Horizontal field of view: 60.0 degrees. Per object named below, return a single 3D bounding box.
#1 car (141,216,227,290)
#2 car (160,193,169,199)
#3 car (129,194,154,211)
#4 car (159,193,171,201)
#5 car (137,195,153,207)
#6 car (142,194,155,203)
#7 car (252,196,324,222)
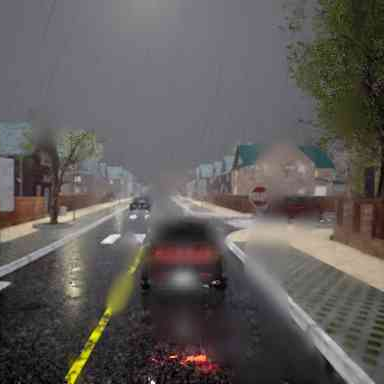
[{"bbox_3d":[-0.175,1.394,8.775,1.837,1.490,4.892,0,0,0],"label":"car"},{"bbox_3d":[-6.074,0.896,73.200,1.895,1.301,4.718,0,0,-5],"label":"car"},{"bbox_3d":[-5.224,1.184,33.939,1.994,1.385,4.181,0,0,-5],"label":"car"},{"bbox_3d":[-5.092,0.947,62.800,1.837,1.490,4.892,0,0,-5],"label":"car"},{"bbox_3d":[-6.154,1.109,43.772,1.994,1.385,4.181,0,0,-6],"label":"car"},{"bbox_3d":[-7.187,1.025,55.254,2.033,1.411,5.357,0,0,-5],"label":"car"},{"bbox_3d":[6.412,1.044,22.516,4.553,1.767,2.097,0,0,-8],"label":"car"}]
